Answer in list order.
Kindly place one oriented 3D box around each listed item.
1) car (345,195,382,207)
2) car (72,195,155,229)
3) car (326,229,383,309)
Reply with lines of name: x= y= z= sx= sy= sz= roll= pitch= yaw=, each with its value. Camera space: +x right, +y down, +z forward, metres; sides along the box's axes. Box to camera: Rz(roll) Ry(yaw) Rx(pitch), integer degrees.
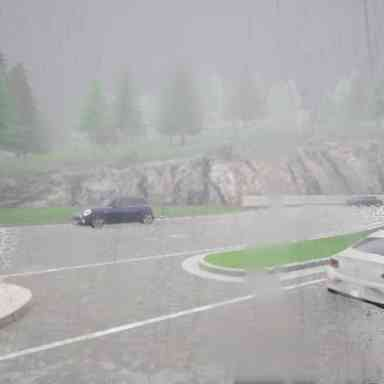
car: x=21.794 y=1.150 z=42.202 sx=4.892 sy=1.490 sz=1.837 roll=1 pitch=0 yaw=-19
car: x=-4.518 y=1.075 z=19.381 sx=4.553 sy=1.767 sz=2.097 roll=0 pitch=1 yaw=-37
car: x=4.729 y=1.473 z=6.870 sx=4.674 sy=1.442 sz=1.812 roll=0 pitch=1 yaw=-32
